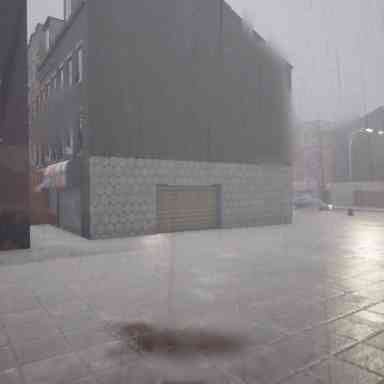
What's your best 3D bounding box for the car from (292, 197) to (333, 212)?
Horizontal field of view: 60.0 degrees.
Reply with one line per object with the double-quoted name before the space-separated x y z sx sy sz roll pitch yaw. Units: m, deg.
"car" 12.366 1.291 35.062 2.128 1.511 4.902 -1 1 -35
